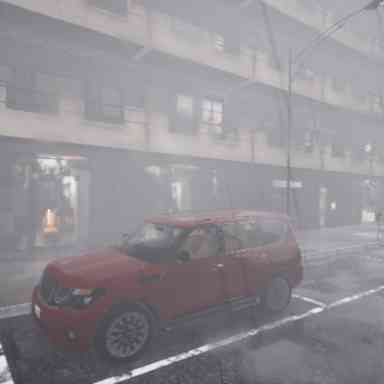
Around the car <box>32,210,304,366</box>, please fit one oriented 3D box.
[{"bbox_3d":[-0.062,1.317,6.025,5.009,1.841,2.192,0,1,-35],"label":"car"}]
